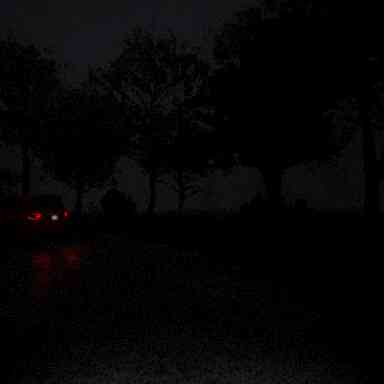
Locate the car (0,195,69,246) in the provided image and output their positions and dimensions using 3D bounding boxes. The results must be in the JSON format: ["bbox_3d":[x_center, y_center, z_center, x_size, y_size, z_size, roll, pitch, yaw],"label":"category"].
[{"bbox_3d":[-8.128,1.159,15.102,5.566,2.045,2.150,0,0,27],"label":"car"}]
